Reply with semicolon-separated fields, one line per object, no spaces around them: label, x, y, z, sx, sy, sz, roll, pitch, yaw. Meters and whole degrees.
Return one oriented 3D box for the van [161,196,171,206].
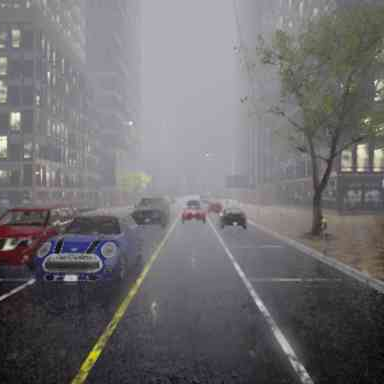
van;-5.156;1.761;66.844;1.690;1.788;3.998;0;0;0

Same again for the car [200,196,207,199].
car;2.725;1.973;66.824;2.008;1.369;4.403;0;0;0

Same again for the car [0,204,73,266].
car;-5.290;1.382;11.258;2.192;1.841;5.009;0;0;0

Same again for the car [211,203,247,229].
car;2.617;1.689;22.355;2.008;1.369;4.403;0;0;0

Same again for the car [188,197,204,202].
car;0.190;1.750;43.602;1.882;1.535;5.008;0;-1;0

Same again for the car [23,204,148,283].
car;-2.776;1.412;9.947;2.097;1.767;4.553;0;0;1

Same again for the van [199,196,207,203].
van;2.765;1.872;83.501;1.690;1.788;3.998;0;0;0

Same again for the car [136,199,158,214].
car;-5.223;1.681;39.050;1.967;1.590;4.097;0;0;0

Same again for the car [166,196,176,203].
car;-5.116;1.844;83.520;2.192;1.841;5.009;0;0;0

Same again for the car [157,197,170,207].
car;-5.169;1.824;61.284;1.967;1.590;4.097;0;0;0

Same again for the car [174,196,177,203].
car;-5.129;1.807;77.961;2.192;1.841;5.009;0;0;0

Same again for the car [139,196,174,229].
car;-2.718;1.357;23.415;2.150;2.045;5.566;0;1;1

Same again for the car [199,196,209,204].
car;2.751;1.810;77.942;2.192;1.841;5.009;0;0;0

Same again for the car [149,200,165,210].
car;-5.196;1.863;50.166;2.008;1.369;4.403;0;0;0

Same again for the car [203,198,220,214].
car;2.658;1.788;39.031;1.887;1.381;4.507;0;0;0

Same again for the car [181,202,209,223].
car;0.146;1.769;27.206;1.895;1.301;4.718;0;0;0

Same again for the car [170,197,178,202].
car;-5.089;2.184;94.635;1.802;1.307;4.206;0;0;0

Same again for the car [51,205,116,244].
car;-5.277;1.542;16.816;1.967;1.590;4.097;0;0;0
